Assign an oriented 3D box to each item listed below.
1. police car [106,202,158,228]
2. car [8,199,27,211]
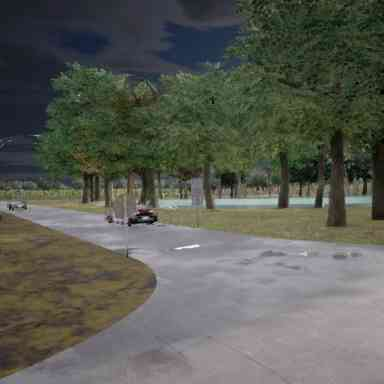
[{"bbox_3d":[-4.375,1.520,23.159,2.038,1.542,4.974,-3,1,-36],"label":"police car"},{"bbox_3d":[-24.221,1.736,46.121,2.128,1.511,4.902,-3,1,-36],"label":"car"}]
